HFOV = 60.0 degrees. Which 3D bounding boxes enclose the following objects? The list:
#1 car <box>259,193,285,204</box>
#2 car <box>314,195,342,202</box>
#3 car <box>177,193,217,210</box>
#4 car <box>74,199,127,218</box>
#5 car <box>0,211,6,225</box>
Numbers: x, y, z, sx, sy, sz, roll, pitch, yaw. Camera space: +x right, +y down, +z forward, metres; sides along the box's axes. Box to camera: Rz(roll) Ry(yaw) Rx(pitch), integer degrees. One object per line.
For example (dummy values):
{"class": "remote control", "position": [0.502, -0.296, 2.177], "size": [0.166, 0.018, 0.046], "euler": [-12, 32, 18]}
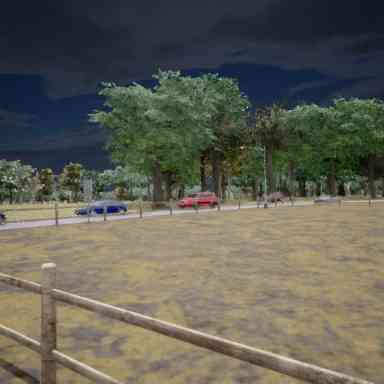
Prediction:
{"class": "car", "position": [12.180, 0.908, 51.172], "size": [4.553, 1.767, 2.097], "euler": [-1, -1, -37]}
{"class": "car", "position": [22.267, 1.146, 54.342], "size": [4.718, 1.301, 1.895], "euler": [-1, -2, -30]}
{"class": "car", "position": [0.691, 1.109, 40.842], "size": [2.150, 2.045, 5.566], "euler": [-2, -1, 44]}
{"class": "car", "position": [-8.201, 1.453, 30.108], "size": [1.882, 1.535, 5.008], "euler": [-2, 0, 37]}
{"class": "car", "position": [-14.310, 1.586, 21.331], "size": [1.994, 1.385, 4.181], "euler": [-2, -1, 33]}
